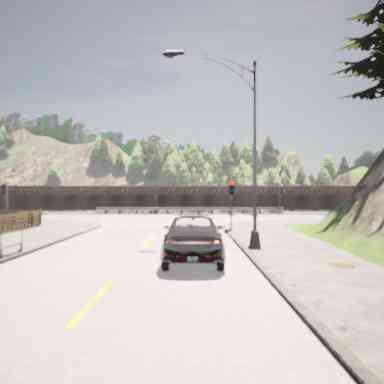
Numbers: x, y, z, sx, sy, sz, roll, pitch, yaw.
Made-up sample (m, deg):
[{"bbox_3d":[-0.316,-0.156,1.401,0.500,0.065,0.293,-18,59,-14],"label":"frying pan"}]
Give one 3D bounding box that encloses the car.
[{"bbox_3d":[0.043,1.552,11.083,2.128,1.511,4.902,0,0,1],"label":"car"}]
